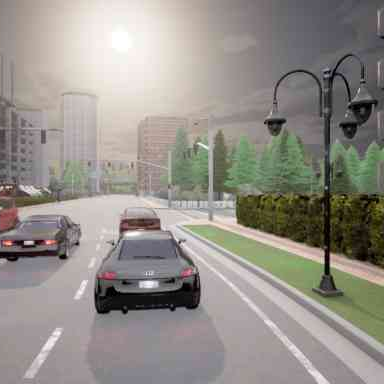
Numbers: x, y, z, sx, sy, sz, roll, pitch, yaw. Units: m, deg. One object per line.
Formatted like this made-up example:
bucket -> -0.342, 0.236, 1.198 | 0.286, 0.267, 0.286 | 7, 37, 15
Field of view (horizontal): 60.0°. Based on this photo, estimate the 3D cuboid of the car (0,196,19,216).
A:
car -> -9.575, 1.224, 15.020 | 2.150, 2.045, 5.566 | 0, 0, -12

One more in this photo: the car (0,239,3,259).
car -> -3.876, 1.492, 2.757 | 2.128, 1.511, 4.902 | 0, 0, -5

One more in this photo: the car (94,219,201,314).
car -> -1.042, 1.564, 7.725 | 1.994, 1.385, 4.181 | 0, 0, -9

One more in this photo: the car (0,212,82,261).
car -> -5.317, 1.547, 12.289 | 2.033, 1.411, 5.357 | 0, 0, -11

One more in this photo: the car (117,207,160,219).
car -> -2.659, 1.478, 16.563 | 1.882, 1.535, 5.008 | 0, 0, -12
